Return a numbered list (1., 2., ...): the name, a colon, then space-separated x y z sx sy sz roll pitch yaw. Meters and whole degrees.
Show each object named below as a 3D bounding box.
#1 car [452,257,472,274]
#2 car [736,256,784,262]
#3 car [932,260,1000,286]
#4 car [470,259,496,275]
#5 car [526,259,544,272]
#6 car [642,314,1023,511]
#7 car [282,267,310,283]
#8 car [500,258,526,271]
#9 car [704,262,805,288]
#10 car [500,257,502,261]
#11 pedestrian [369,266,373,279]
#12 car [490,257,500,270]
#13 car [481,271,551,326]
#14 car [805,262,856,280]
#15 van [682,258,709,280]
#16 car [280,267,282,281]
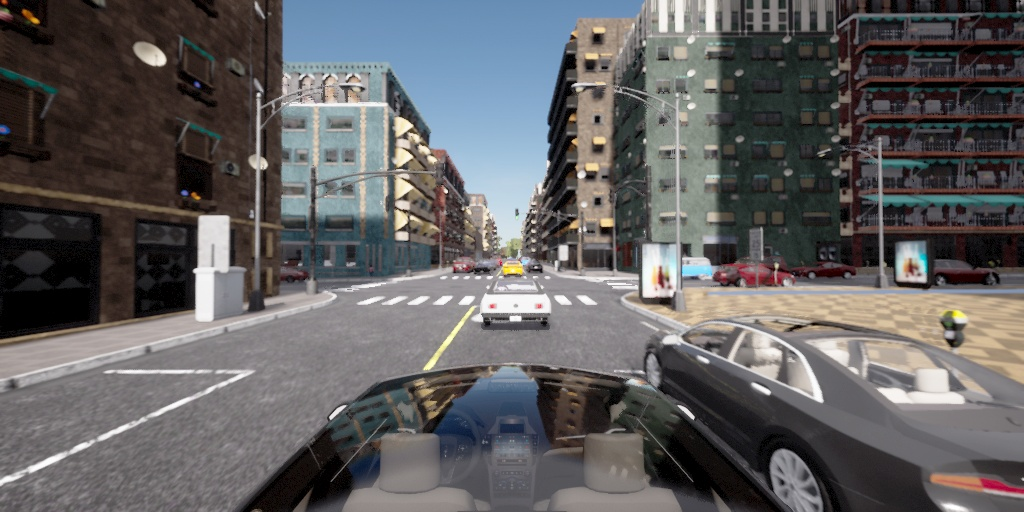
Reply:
1. car: -5.690 1.055 42.047 2.192 1.841 5.009 0 0 0
2. car: 19.297 0.956 28.782 5.009 1.841 2.192 0 0 0
3. car: 24.763 0.920 20.362 4.097 1.591 1.967 0 0 0
4. car: -3.117 1.341 39.711 1.895 1.301 4.718 0 0 1
5. car: 2.691 1.306 42.008 1.948 1.339 4.313 0 0 0
6. car: 2.820 1.300 3.815 2.007 1.370 4.403 0 0 0
7. car: -18.623 1.523 29.054 4.207 1.307 1.802 0 0 0
8. car: 0.096 1.224 36.064 1.882 1.535 5.008 0 0 0
9. car: 13.708 1.147 20.442 4.207 1.307 1.802 0 0 0
10. car: -3.011 1.263 59.326 1.812 1.442 4.674 0 0 0
11. pedestrian: -12.529 1.075 31.972 0.375 1.860 0.375 0 0 0
12. car: -3.084 1.286 49.404 2.033 1.411 5.357 0 0 0
13. car: 0.100 1.348 11.636 1.895 1.301 4.718 0 0 0
14. car: 24.825 1.144 28.743 4.507 1.381 1.888 0 0 0
15. van: 13.770 1.025 28.822 3.998 1.789 1.690 0 0 0
16. car: -18.232 1.333 23.271 5.008 1.535 1.882 0 -1 0
